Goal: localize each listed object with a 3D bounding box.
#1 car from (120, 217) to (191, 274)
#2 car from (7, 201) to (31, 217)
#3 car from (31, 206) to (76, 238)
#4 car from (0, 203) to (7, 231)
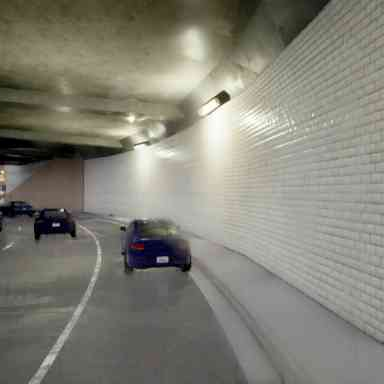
[{"bbox_3d":[-1.261,1.525,10.550,1.812,1.442,4.674,0,0,-13],"label":"car"},{"bbox_3d":[-16.410,1.548,31.062,2.033,1.411,5.357,0,0,-42],"label":"car"},{"bbox_3d":[-7.485,1.564,18.042,1.994,1.385,4.181,0,0,-25],"label":"car"},{"bbox_3d":[-11.064,1.477,17.374,1.882,1.535,5.008,0,0,-26],"label":"car"}]
